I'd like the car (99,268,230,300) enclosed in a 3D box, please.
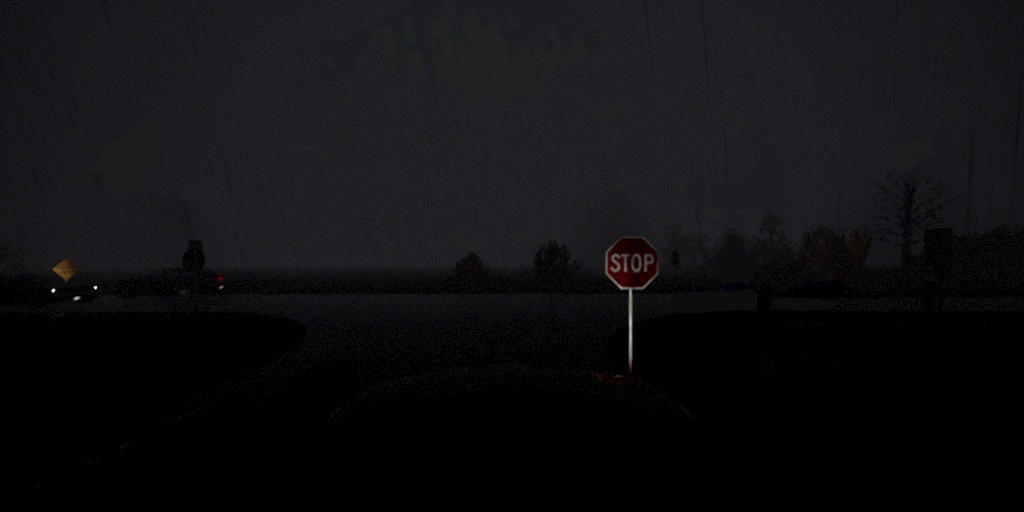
[{"bbox_3d":[-16.986,1.370,18.007,4.902,1.511,2.128,0,0,1],"label":"car"}]

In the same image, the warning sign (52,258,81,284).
[{"bbox_3d":[-25.419,1.030,20.428,1.060,1.860,1.300,0,0,0],"label":"warning sign"}]

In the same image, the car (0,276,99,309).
[{"bbox_3d":[-20.507,1.476,15.099,4.718,1.301,1.895,0,0,0],"label":"car"}]
